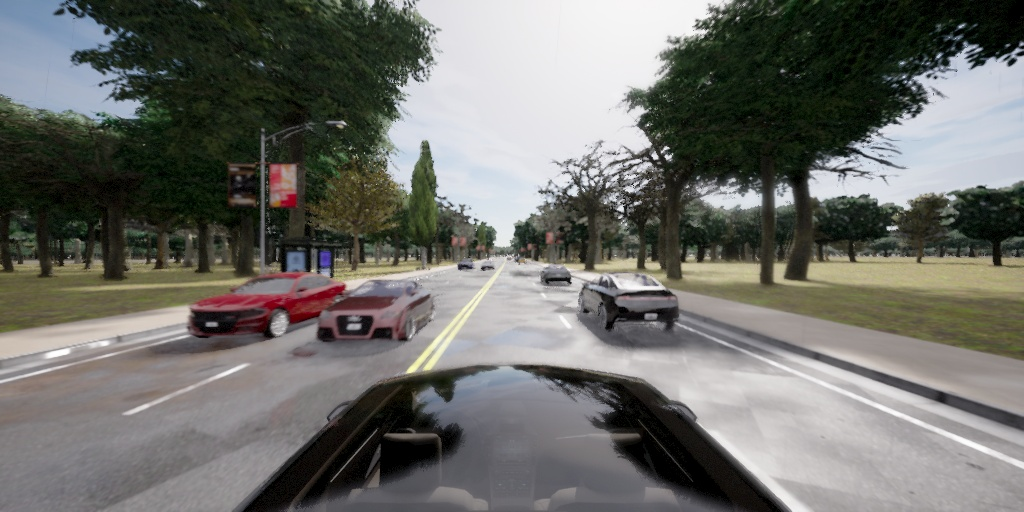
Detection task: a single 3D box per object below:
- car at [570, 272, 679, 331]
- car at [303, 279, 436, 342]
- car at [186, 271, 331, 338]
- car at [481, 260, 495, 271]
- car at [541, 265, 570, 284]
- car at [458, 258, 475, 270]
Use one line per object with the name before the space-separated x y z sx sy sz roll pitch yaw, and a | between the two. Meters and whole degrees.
car | 3.342 1.249 11.053 2.128 1.511 4.902 0 0 0
car | -3.356 1.320 9.628 1.994 1.385 4.181 0 0 0
car | -6.607 1.235 10.388 1.882 1.535 5.008 0 0 0
car | -3.449 1.336 51.743 2.033 1.411 5.357 0 0 0
car | 3.309 1.334 27.439 1.994 1.385 4.181 0 0 0
car | -6.713 1.141 52.878 2.097 1.767 4.553 0 0 0
